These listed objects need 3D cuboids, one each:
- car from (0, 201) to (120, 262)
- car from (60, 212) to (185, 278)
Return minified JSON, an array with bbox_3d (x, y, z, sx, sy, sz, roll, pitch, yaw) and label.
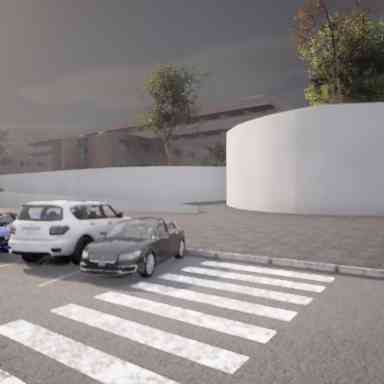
[{"bbox_3d":[-4.037,1.350,12.393,2.435,2.045,5.566,-1,-1,15],"label":"car"},{"bbox_3d":[-1.602,1.568,10.634,2.231,1.521,4.892,0,-1,15],"label":"car"}]
